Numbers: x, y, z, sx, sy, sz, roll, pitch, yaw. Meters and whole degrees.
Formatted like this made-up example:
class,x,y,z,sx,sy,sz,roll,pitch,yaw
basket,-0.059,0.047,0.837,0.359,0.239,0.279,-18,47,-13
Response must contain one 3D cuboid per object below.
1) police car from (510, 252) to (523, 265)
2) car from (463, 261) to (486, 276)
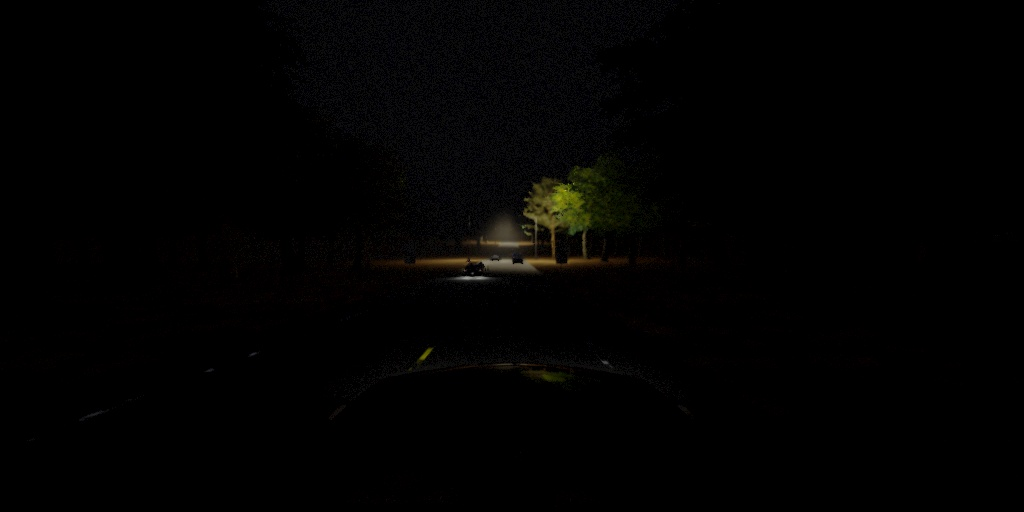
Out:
class,x,y,z,sx,sy,sz,roll,pitch,yaw
police car,1.076,0.676,65.130,1.930,1.638,5.238,0,1,0
car,-3.554,1.198,35.119,2.033,1.411,5.357,0,0,0
